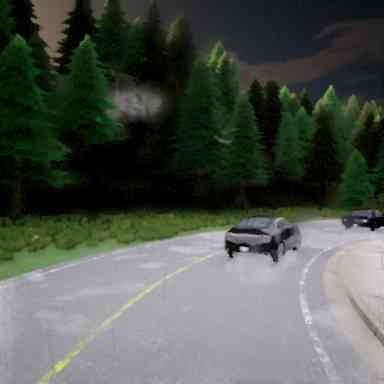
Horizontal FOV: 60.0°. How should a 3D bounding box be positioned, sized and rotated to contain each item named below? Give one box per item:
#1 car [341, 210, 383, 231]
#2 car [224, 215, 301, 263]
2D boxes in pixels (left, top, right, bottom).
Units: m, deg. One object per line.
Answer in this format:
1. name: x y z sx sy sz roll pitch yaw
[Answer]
1. car: 12.340 1.915 23.293 4.718 1.301 1.895 1 -1 -43
2. car: 2.862 1.644 12.772 2.128 1.511 4.902 0 -1 29
